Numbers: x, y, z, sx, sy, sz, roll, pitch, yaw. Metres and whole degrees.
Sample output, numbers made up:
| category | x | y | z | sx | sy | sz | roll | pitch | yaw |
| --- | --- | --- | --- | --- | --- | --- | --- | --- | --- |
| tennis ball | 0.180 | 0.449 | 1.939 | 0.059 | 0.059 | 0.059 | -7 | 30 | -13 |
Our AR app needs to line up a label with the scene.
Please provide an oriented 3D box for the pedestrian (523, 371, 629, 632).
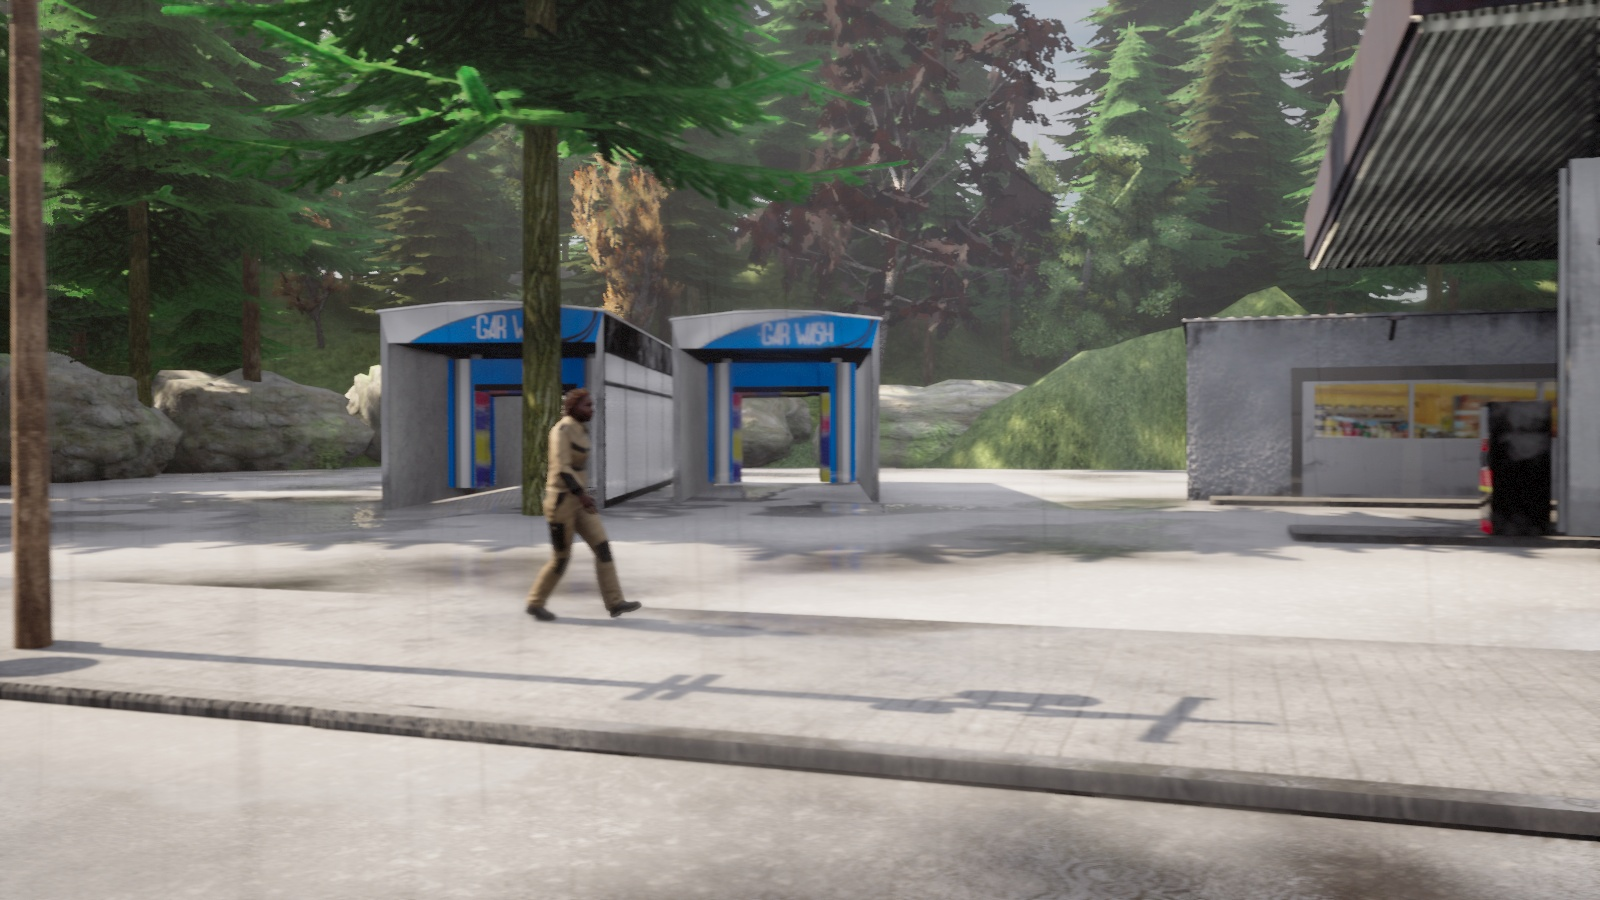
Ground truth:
| category | x | y | z | sx | sy | sz | roll | pitch | yaw |
| --- | --- | --- | --- | --- | --- | --- | --- | --- | --- |
| pedestrian | -1.706 | 0.376 | 9.589 | 0.692 | 1.930 | 0.396 | 1 | 1 | 20 |
